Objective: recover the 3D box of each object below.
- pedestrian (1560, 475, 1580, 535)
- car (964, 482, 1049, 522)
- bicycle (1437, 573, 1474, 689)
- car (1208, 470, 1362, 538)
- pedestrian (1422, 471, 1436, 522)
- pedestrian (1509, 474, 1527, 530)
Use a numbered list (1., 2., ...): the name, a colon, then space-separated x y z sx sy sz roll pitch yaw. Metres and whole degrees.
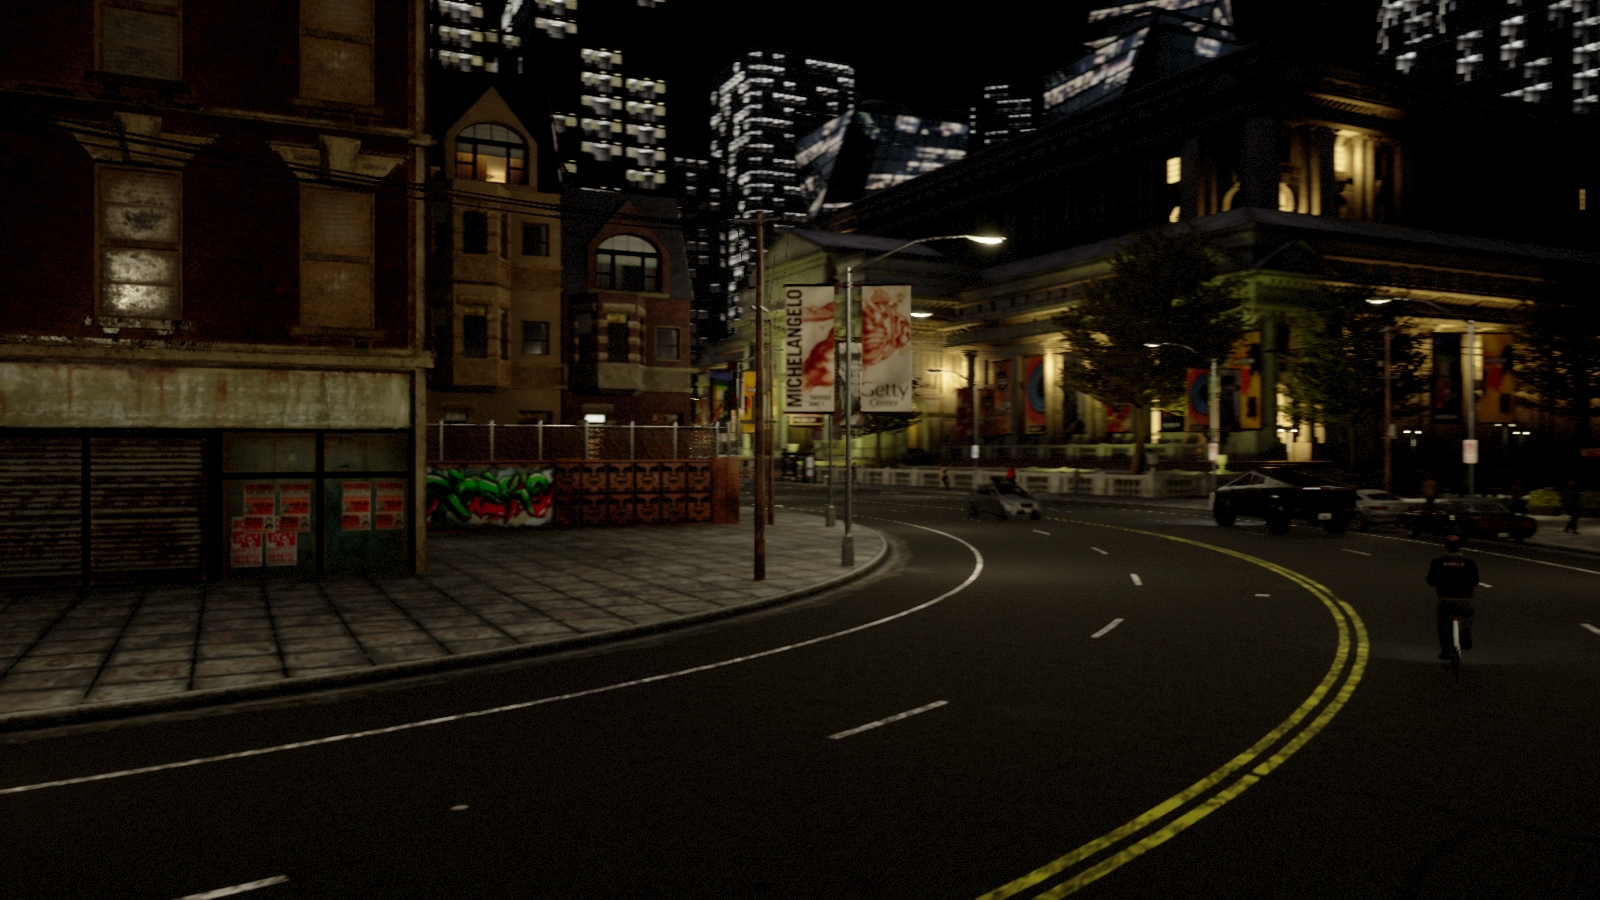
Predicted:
1. pedestrian: 24.206 1.720 35.926 0.375 1.860 0.375 0 0 -4
2. car: 8.465 2.116 47.233 1.816 1.474 4.193 0 0 -16
3. bicycle: 8.202 2.221 14.322 0.329 1.171 1.835 -1 0 28
4. car: 16.730 1.788 39.904 2.390 2.098 6.274 0 0 -3
5. pedestrian: 23.442 1.728 42.592 0.375 1.860 0.375 0 0 16
6. pedestrian: 23.909 1.724 38.042 0.375 1.860 0.375 0 0 -4
